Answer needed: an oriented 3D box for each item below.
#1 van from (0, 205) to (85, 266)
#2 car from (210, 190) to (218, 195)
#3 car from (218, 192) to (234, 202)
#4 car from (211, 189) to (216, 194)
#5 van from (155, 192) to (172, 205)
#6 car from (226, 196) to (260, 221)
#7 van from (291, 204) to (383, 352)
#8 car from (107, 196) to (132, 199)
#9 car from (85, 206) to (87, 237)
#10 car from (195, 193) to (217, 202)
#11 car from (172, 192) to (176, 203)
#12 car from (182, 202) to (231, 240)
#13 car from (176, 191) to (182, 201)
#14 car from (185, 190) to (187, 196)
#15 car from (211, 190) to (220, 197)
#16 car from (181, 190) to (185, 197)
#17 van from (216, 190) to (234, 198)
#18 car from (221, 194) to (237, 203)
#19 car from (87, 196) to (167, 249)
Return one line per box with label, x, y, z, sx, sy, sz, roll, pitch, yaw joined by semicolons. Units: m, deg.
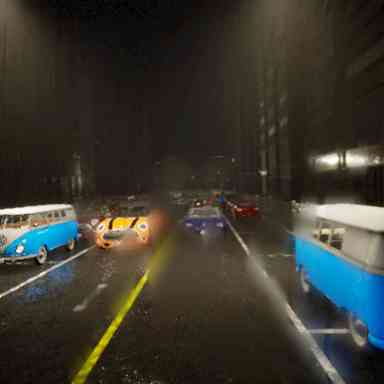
van;-5.375;1.388;11.514;1.690;1.788;3.998;-2;1;2
car;5.959;0.141;90.295;1.752;1.417;4.829;-2;1;2
car;3.950;0.990;33.760;1.947;1.339;4.313;-2;1;2
car;4.952;0.572;61.943;1.887;1.381;4.507;-2;1;2
van;-4.172;0.913;45.335;1.690;1.788;3.998;-2;1;2
car;3.550;1.165;22.487;1.802;1.307;4.206;-2;1;2
van;2.939;1.161;5.575;1.690;1.788;3.998;-2;1;2
car;-4.975;1.204;22.787;2.192;1.841;5.009;-2;1;2
car;-5.171;1.408;17.151;1.967;1.590;4.097;-2;1;2
car;1.304;1.112;34.526;1.895;1.301;4.718;-2;1;2
car;-3.964;1.037;50.974;1.887;1.381;4.507;-2;1;2
car;0.622;1.375;15.858;1.895;1.301;4.718;-2;1;2
car;-3.562;0.899;62.247;1.947;1.339;4.313;-2;1;2
car;-2.760;0.574;84.795;1.947;1.339;4.313;-2;1;2
car;5.554;0.350;78.852;1.947;1.339;4.313;-2;1;2
car;-3.166;0.612;73.519;1.967;1.590;4.097;-2;1;2
van;4.142;0.687;39.394;1.690;1.788;3.998;-2;1;2
car;3.751;1.086;28.124;1.802;1.307;4.206;-2;1;2
car;-2.513;1.261;14.166;2.097;1.767;4.553;-2;1;2
